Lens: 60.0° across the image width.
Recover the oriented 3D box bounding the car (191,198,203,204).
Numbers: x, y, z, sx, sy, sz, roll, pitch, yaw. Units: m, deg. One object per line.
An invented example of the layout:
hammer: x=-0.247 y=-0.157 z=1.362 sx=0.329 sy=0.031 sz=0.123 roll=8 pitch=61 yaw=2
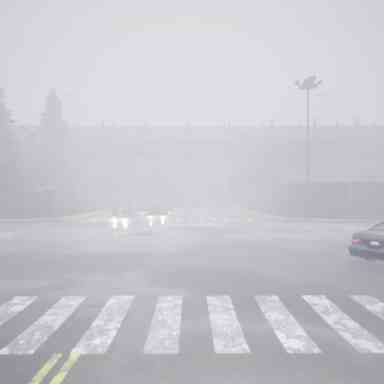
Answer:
car: x=1.142 y=2.003 z=77.483 sx=1.994 sy=1.385 sz=4.181 roll=0 pitch=0 yaw=14

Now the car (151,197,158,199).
car: x=-7.059 y=1.861 z=53.956 sx=2.033 sy=1.411 sz=5.357 roll=0 pitch=0 yaw=1

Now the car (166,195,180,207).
car: x=-3.569 y=1.547 z=55.876 sx=2.150 sy=2.045 sz=5.566 roll=0 pitch=0 yaw=1

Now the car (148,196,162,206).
car: x=-7.042 y=1.723 z=63.748 sx=2.097 sy=1.767 sz=4.553 roll=0 pitch=0 yaw=1

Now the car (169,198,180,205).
car: x=-3.514 y=1.916 z=67.139 sx=1.812 sy=1.442 sz=4.674 roll=0 pitch=0 yaw=1

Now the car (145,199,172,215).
car: x=-3.593 y=1.773 z=35.945 sx=1.994 sy=1.385 sz=4.181 roll=0 pitch=0 yaw=-1

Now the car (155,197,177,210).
car: x=-3.601 y=1.810 z=45.180 sx=2.033 sy=1.411 sz=5.357 roll=0 pitch=0 yaw=0

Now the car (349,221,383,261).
car: x=7.489 y=1.563 z=11.071 sx=5.357 sy=1.411 sz=2.033 roll=0 pitch=-1 yaw=-32

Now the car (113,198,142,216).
car: x=-7.097 y=1.698 z=35.421 sx=2.128 sy=1.511 sz=4.902 roll=0 pitch=0 yaw=0

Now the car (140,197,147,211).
car: x=-7.095 y=1.610 z=44.386 sx=2.097 sy=1.767 sz=4.553 roll=0 pitch=0 yaw=0
